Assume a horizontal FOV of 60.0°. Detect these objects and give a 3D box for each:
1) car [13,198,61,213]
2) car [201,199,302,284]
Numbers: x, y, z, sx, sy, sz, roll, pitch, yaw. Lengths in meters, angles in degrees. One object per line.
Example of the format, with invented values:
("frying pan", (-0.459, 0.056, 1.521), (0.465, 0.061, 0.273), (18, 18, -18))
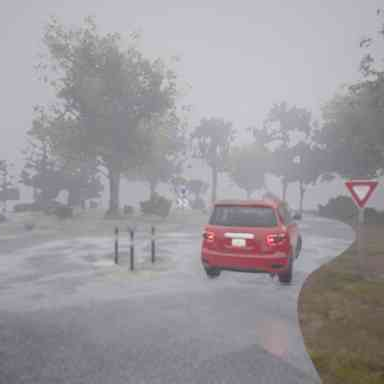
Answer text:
("car", (-17.084, 1.487, 36.893), (1.882, 1.535, 5.008), (-1, -1, 39))
("car", (1.981, 1.225, 9.956), (2.150, 2.045, 5.566), (0, 0, 20))
